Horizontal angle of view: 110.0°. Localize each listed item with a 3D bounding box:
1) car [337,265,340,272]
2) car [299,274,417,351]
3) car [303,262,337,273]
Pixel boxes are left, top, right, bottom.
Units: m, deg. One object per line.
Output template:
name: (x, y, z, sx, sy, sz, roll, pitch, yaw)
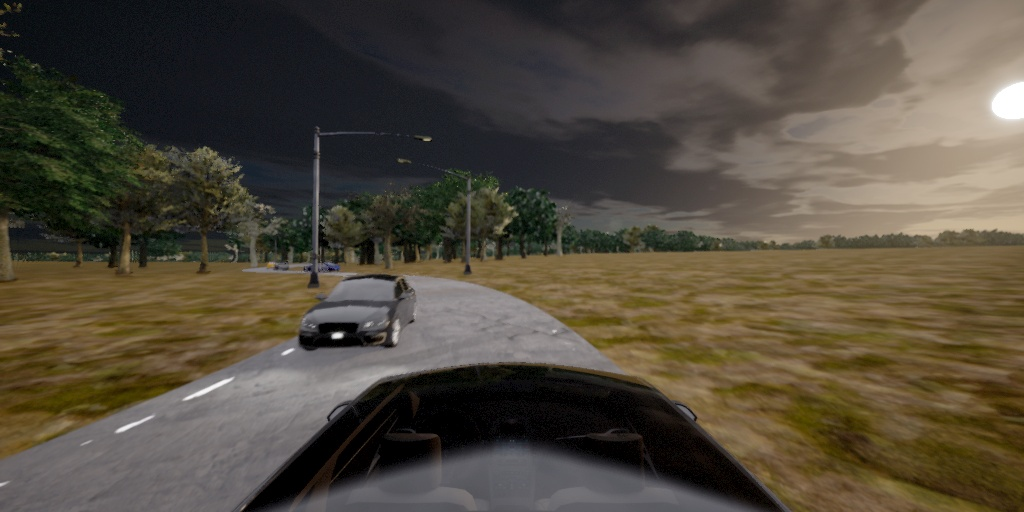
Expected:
car: (-27.603, 1.661, 53.507, 5.008, 1.535, 1.882, -1, -2, 36)
car: (-3.590, 1.258, 9.178, 1.837, 1.490, 4.892, 1, 0, -7)
car: (-25.176, 1.606, 46.611, 4.718, 1.301, 1.895, -1, -2, 38)
